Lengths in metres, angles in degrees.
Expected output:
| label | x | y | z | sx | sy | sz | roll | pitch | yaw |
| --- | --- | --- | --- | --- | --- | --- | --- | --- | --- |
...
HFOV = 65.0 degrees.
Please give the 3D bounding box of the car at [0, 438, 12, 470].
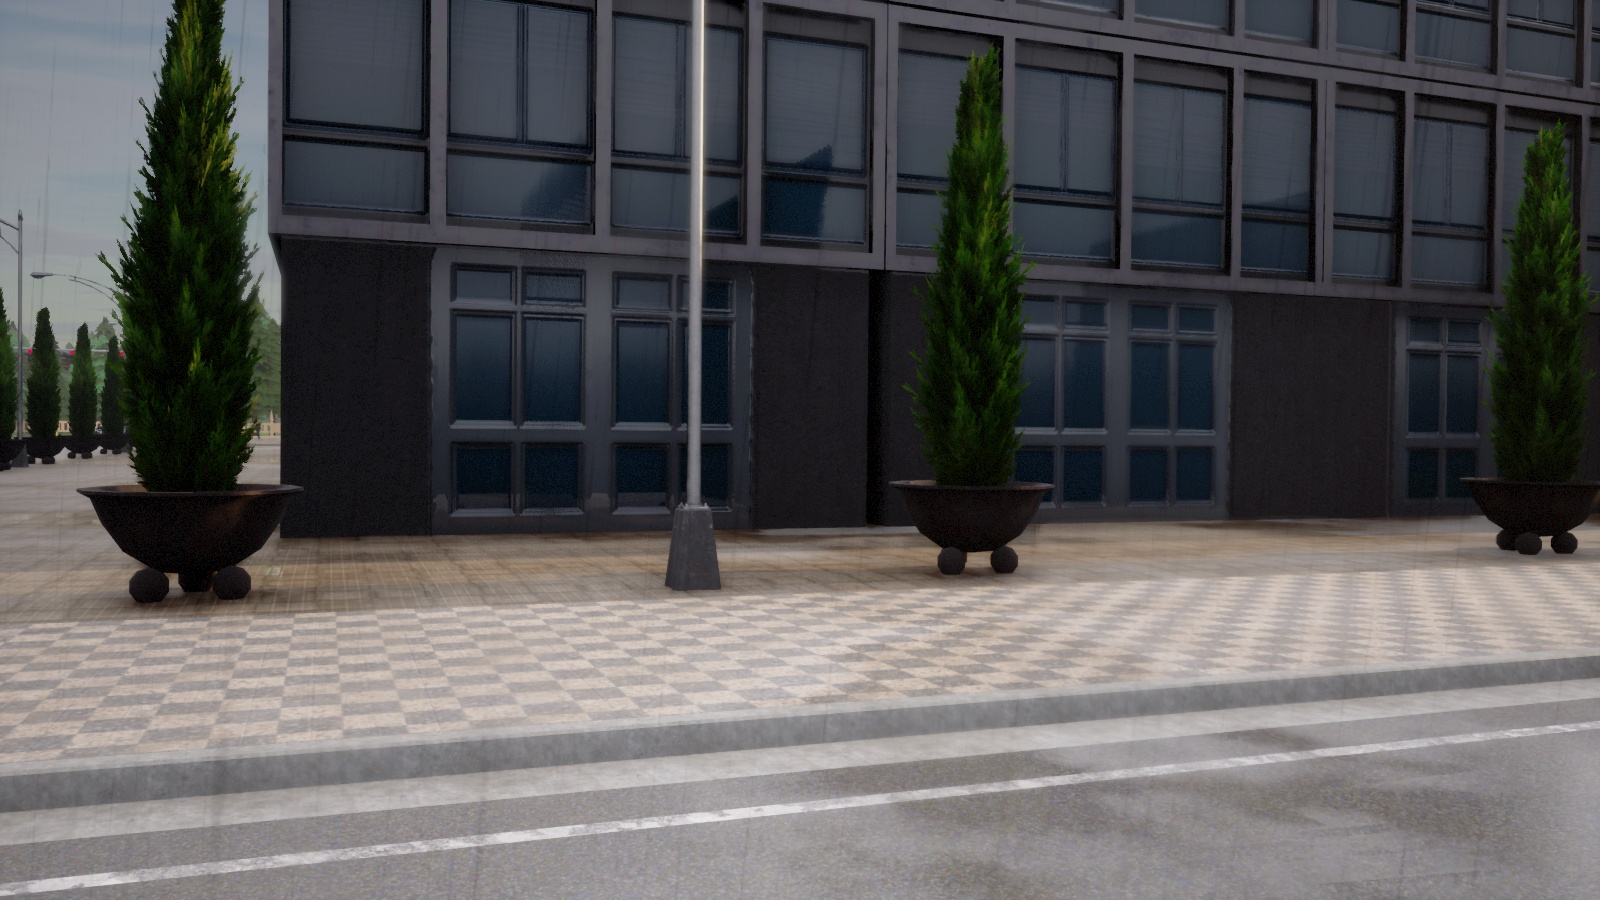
| label | x | y | z | sx | sy | sz | roll | pitch | yaw |
| --- | --- | --- | --- | --- | --- | --- | --- | --- | --- |
| car | -38.497 | 0.209 | 58.691 | 1.837 | 1.490 | 4.892 | -1 | 1 | -20 |
